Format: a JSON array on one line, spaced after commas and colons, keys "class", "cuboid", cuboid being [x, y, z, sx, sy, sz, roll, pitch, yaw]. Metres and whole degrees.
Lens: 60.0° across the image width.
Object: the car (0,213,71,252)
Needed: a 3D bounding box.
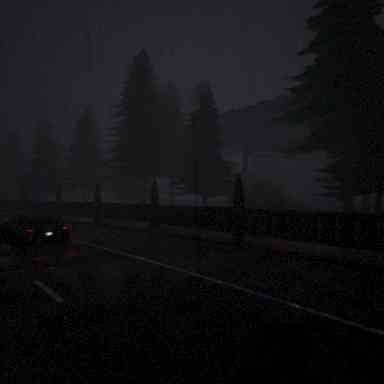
[{"class": "car", "cuboid": [-6.909, 1.606, 14.402, 1.994, 1.385, 4.181, -1, 0, -42]}]
